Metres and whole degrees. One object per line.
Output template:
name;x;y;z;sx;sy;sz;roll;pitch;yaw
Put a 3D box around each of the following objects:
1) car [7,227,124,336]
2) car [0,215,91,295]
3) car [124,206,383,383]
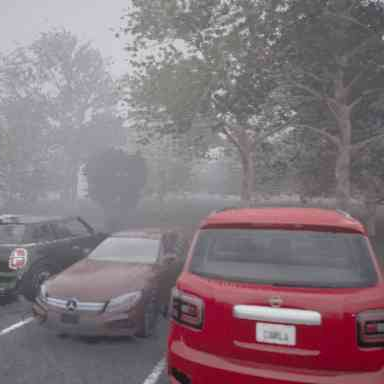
car;-1.086;1.525;6.856;2.002;1.452;4.674;1;-1;15
car;-3.538;1.360;8.528;2.185;1.767;4.553;0;-1;15
car;1.344;1.235;5.175;2.435;2.045;5.566;0;-1;15
